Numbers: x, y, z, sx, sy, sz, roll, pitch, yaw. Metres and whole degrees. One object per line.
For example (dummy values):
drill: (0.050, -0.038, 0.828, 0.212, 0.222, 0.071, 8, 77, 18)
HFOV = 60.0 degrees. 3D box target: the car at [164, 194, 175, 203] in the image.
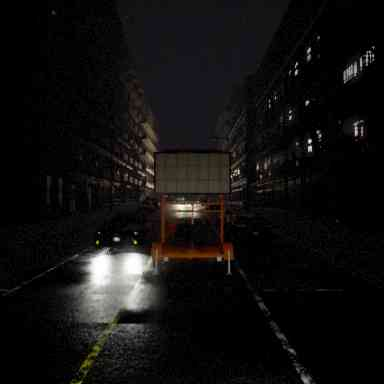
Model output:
car: (-5.129, 1.524, 76.732, 2.192, 1.841, 5.009, 1, 0, 0)

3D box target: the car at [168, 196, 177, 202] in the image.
car: (-5.112, 1.829, 87.793, 1.947, 1.339, 4.313, 1, 0, 0)

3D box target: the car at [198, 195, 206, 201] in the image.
car: (2.748, 1.733, 93.249, 1.967, 1.590, 4.097, 1, 0, 0)

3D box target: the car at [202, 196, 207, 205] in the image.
car: (2.676, 1.633, 43.471, 2.008, 1.369, 4.403, 1, 0, 0)

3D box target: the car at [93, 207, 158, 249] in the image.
car: (-2.822, 1.580, 14.414, 1.994, 1.385, 4.181, 0, 0, 0)

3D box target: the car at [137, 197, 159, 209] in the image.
car: (-5.215, 1.593, 37.849, 1.752, 1.417, 4.829, 2, 0, 0)

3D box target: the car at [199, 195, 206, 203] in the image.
car: (2.711, 1.683, 60.062, 1.887, 1.381, 4.507, 1, 0, 0)

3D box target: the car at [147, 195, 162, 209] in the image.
car: (-5.198, 1.398, 43.551, 2.192, 1.841, 5.009, 2, 0, 0)

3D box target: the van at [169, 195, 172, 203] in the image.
van: (-5.164, 1.479, 60.141, 1.690, 1.788, 3.998, 1, 0, 0)

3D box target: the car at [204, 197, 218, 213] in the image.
car: (2.664, 1.612, 37.939, 1.887, 1.381, 4.507, 1, 0, 0)

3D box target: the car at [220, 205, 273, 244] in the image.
car: (2.618, 1.563, 15.817, 1.887, 1.381, 4.507, 1, 0, 0)

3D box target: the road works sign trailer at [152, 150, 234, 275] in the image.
road works sign trailer: (0.019, 0.475, 10.490, 2.380, 3.560, 2.880, 0, 0, 0)

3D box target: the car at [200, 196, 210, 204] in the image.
car: (2.744, 1.624, 71.124, 1.967, 1.590, 4.097, 1, 0, 0)

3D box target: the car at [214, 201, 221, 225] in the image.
car: (2.631, 1.554, 21.519, 1.752, 1.417, 4.829, 1, 0, 0)

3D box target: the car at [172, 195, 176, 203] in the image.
car: (-5.140, 1.499, 71.202, 2.192, 1.841, 5.009, 1, 0, 0)

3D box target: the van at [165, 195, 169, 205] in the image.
van: (-5.175, 1.458, 54.609, 1.690, 1.788, 3.998, 2, 0, 0)

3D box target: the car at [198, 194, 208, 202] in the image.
car: (2.729, 1.550, 82.187, 2.192, 1.841, 5.009, 1, 0, 0)

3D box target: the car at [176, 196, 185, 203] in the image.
car: (-2.588, 1.734, 76.659, 1.812, 1.442, 4.674, 0, 0, 0)
